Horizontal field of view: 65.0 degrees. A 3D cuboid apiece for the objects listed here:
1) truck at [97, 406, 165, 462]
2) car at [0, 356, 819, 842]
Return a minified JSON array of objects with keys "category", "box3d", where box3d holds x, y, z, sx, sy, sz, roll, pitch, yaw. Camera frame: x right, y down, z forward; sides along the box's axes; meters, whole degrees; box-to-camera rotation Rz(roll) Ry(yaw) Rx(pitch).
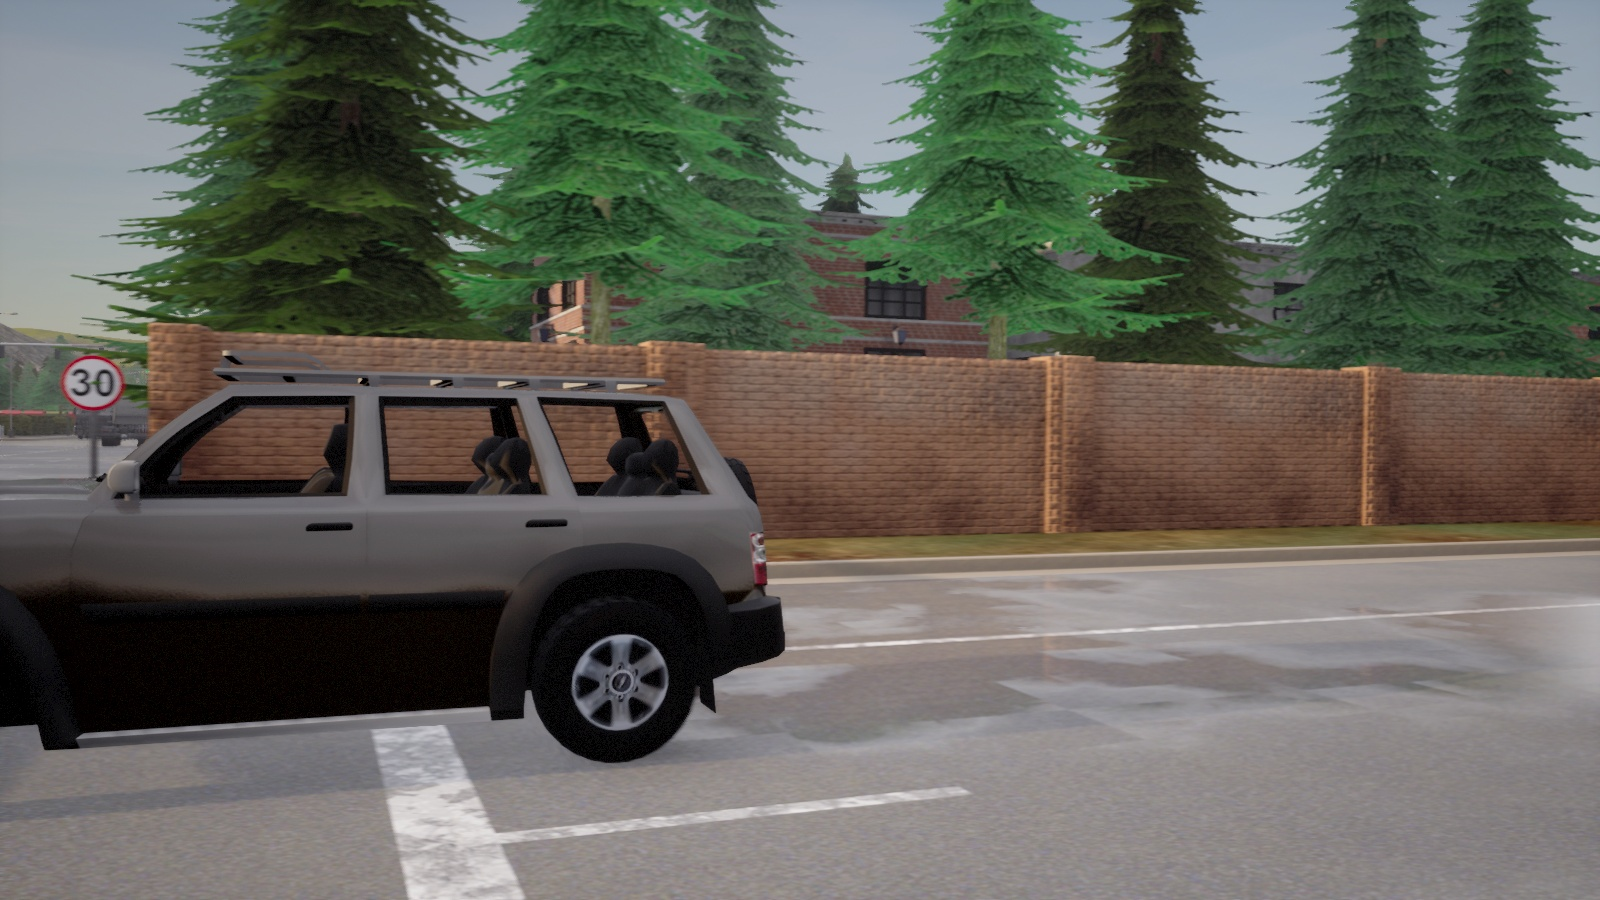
[{"category":"truck","box3d":[-43.541,-1.050,81.936,2.891,3.462,7.936,-1,1,-21]},{"category":"car","box3d":[-2.414,0.542,6.065,4.605,1.855,1.932,-1,1,-21]}]
